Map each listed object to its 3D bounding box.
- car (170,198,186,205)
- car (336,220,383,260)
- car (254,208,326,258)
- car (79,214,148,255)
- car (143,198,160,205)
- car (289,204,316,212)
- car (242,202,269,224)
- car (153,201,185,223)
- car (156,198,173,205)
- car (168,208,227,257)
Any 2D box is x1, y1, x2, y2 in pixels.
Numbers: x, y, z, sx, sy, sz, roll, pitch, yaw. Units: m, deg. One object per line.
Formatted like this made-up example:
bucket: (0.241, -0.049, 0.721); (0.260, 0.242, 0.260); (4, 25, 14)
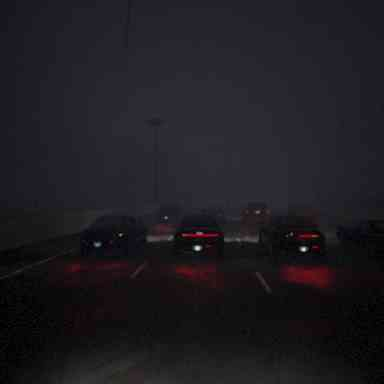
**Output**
car: (-3.250, 2.201, 77.290); (1.882, 1.535, 5.008); (0, -1, 21)
car: (7.321, 1.729, 12.970); (1.895, 1.301, 4.718); (0, 0, 4)
car: (3.846, 1.637, 13.378); (1.837, 1.490, 4.892); (0, 0, 4)
car: (-3.133, 1.655, 13.893); (1.812, 1.442, 4.674); (0, 0, 4)
car: (-9.677, 2.220, 80.068); (1.882, 1.535, 5.008); (0, -1, 21)
car: (8.756, 1.739, 27.080); (1.882, 1.535, 5.008); (0, 0, 8)
car: (5.224, 1.610, 27.160); (2.097, 1.767, 4.553); (0, -1, 8)
car: (-1.677, 1.773, 28.324); (1.837, 1.490, 4.892); (0, 0, 8)
car: (-6.464, 2.258, 78.678); (2.128, 1.511, 4.902); (0, -1, 21)
car: (0.351, 1.637, 13.578); (1.837, 1.490, 4.892); (0, 0, 4)
